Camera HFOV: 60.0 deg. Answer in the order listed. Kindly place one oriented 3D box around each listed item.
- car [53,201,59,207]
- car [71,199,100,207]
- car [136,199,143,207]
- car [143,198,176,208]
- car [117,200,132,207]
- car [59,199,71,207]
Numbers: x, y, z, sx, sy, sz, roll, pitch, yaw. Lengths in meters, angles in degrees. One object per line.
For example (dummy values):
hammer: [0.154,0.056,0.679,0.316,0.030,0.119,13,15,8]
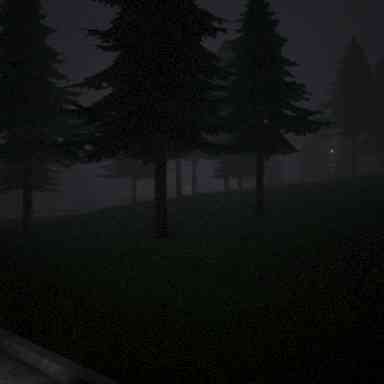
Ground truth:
car: [-25.861,2.197,67.558,1.812,1.442,4.674,-1,0,35]
car: [-20.116,2.194,63.585,1.895,1.301,4.718,-1,0,36]
car: [-8.067,1.943,60.671,1.882,1.535,5.008,-1,0,36]
car: [-5.639,1.919,58.051,2.128,1.511,4.902,-1,0,35]
car: [-11.517,2.106,61.863,1.895,1.301,4.718,-1,0,35]
car: [-22.996,2.111,65.548,1.882,1.535,5.008,-1,0,35]
